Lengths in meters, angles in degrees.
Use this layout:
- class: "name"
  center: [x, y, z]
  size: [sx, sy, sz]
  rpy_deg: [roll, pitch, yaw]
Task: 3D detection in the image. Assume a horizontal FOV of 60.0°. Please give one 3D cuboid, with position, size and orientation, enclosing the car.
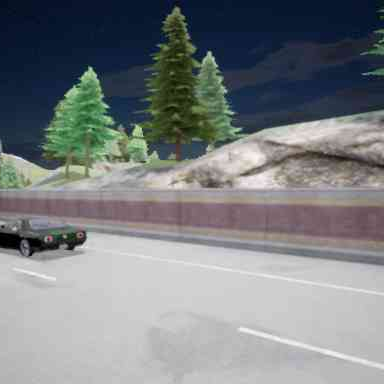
- class: "car"
  center: [-6.207, 1.586, 12.747]
  size: [4.718, 1.301, 1.895]
  rpy_deg: [0, 0, 36]
